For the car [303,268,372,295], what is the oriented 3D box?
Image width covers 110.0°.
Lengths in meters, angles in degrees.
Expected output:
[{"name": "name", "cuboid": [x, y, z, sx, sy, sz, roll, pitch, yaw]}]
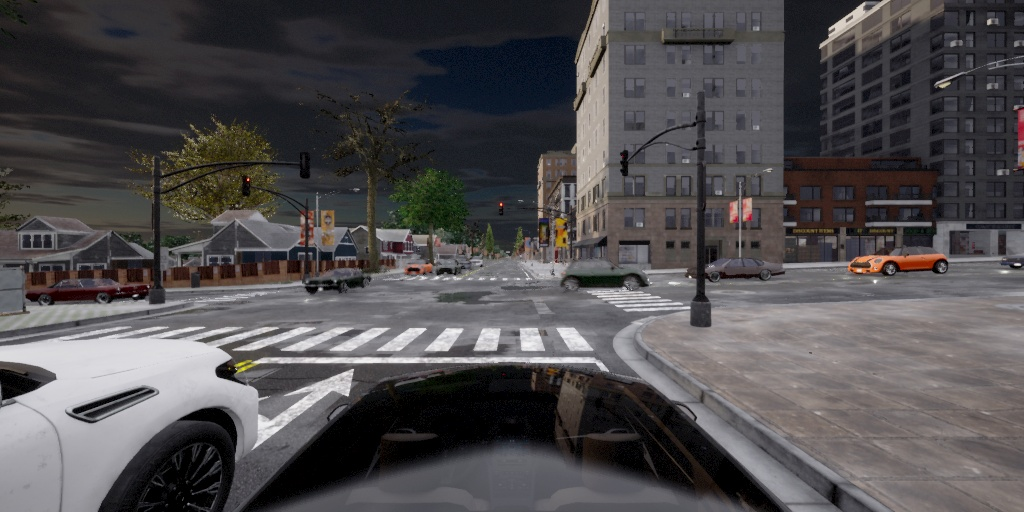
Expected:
[{"name": "car", "cuboid": [-9.895, 1.397, 20.718, 1.895, 1.301, 4.718, -2, 0, 0]}]

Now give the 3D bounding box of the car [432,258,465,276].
[{"name": "car", "cuboid": [-6.614, 1.122, 37.757, 2.097, 1.767, 4.553, 0, 0, 0]}]

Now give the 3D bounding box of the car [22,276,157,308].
[{"name": "car", "cuboid": [-21.637, 1.806, 18.517, 4.718, 1.301, 1.895, -2, 0, 0]}]

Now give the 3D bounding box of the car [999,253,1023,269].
[{"name": "car", "cuboid": [33.568, 0.038, 21.934, 5.357, 1.411, 2.033, -2, 0, 0]}]

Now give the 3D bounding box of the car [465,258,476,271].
[{"name": "car", "cuboid": [-6.626, 1.352, 50.209, 1.994, 1.385, 4.181, 0, 0, 1]}]

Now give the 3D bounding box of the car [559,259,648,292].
[{"name": "car", "cuboid": [4.860, 0.938, 19.330, 4.553, 1.767, 2.097, -2, 0, 11]}]

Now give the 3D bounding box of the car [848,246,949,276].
[{"name": "car", "cuboid": [23.428, 0.218, 21.902, 4.553, 1.767, 2.097, -2, 0, 0]}]

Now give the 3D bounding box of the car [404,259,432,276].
[{"name": "car", "cuboid": [-9.876, 1.122, 38.176, 2.097, 1.767, 4.553, 0, 0, 0]}]

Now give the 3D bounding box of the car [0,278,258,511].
[{"name": "car", "cuboid": [-3.146, 0.972, 0.537, 2.150, 2.045, 5.566, 0, 0, 0]}]

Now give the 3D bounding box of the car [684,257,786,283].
[{"name": "car", "cuboid": [13.509, 0.793, 21.871, 5.357, 1.411, 2.033, -2, 0, 0]}]
